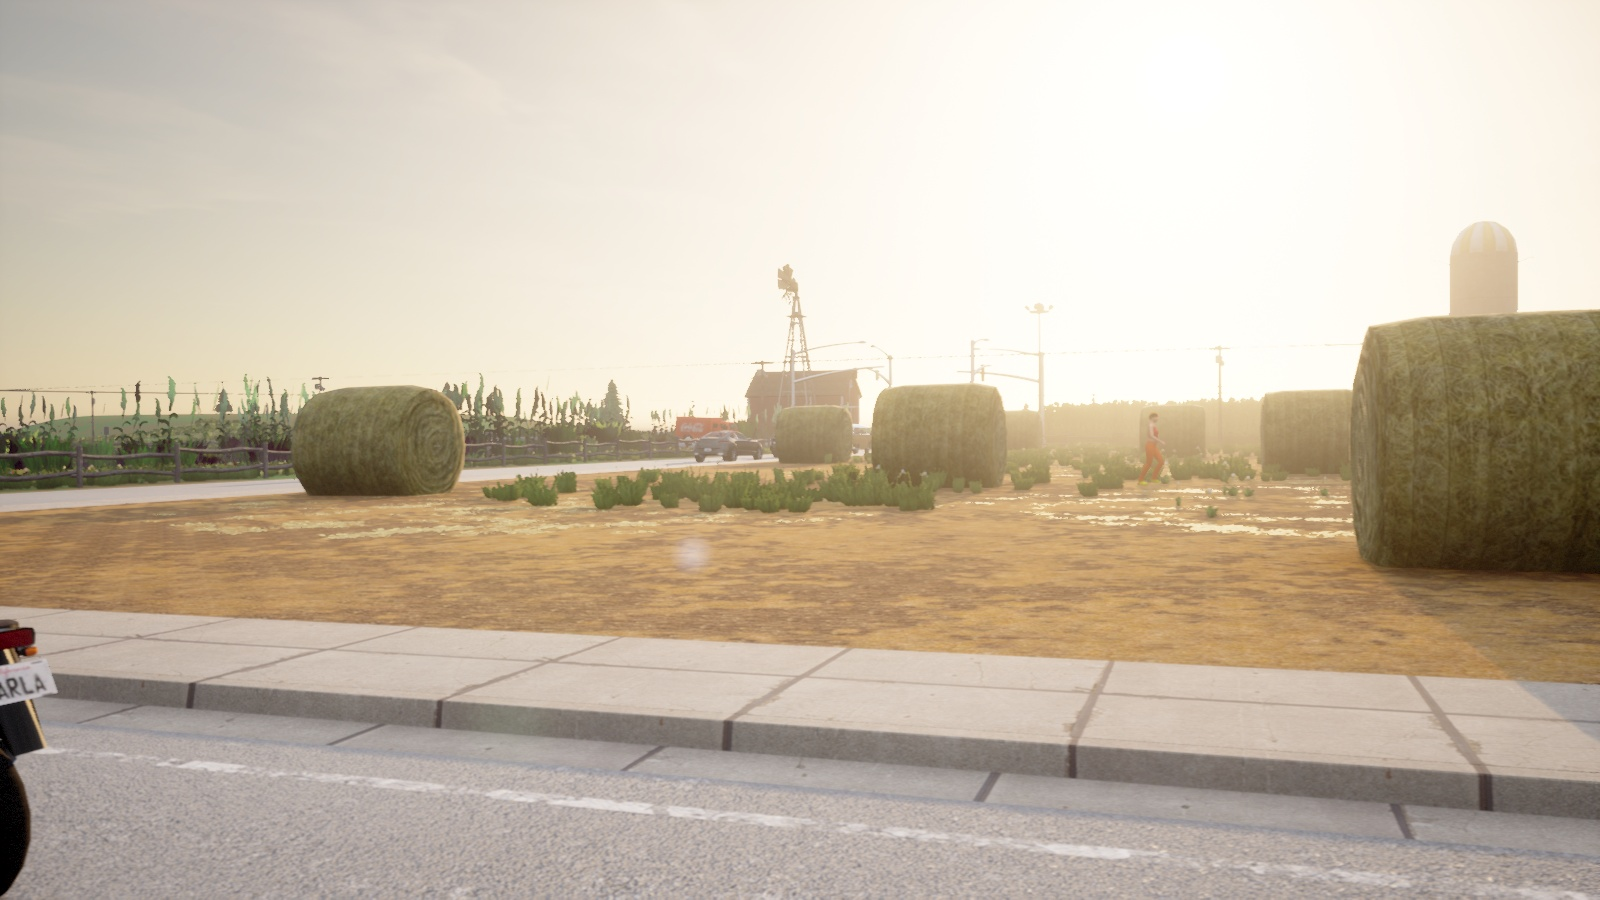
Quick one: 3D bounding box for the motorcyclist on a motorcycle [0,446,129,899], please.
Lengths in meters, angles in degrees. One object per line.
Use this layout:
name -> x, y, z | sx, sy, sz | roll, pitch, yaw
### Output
motorcyclist on a motorcycle -> -3.459, 0.750, 4.356 | 2.044, 1.523, 0.797 | 0, 1, 19

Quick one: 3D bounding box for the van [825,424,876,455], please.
van -> 3.444, -0.713, 84.409 | 2.069, 2.038, 4.480 | 0, 1, 21

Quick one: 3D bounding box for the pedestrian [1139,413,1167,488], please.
pedestrian -> 8.687, 0.000, 30.925 | 0.594, 1.836, 0.345 | 0, 1, 31

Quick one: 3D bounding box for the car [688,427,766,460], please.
car -> -3.776, -0.385, 65.966 | 2.152, 1.651, 5.027 | 0, 1, 21
